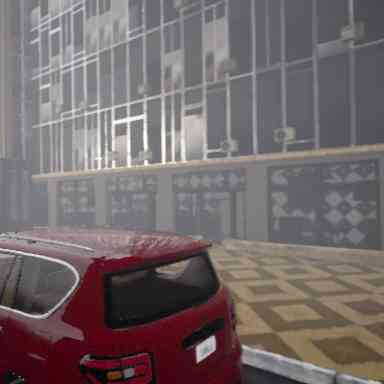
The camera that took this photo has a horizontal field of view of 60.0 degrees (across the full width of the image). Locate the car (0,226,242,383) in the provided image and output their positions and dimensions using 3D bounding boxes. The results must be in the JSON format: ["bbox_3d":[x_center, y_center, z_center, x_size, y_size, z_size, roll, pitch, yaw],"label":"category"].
[{"bbox_3d":[-1.834,1.353,4.038,5.009,1.841,2.192,-1,-1,35],"label":"car"}]
